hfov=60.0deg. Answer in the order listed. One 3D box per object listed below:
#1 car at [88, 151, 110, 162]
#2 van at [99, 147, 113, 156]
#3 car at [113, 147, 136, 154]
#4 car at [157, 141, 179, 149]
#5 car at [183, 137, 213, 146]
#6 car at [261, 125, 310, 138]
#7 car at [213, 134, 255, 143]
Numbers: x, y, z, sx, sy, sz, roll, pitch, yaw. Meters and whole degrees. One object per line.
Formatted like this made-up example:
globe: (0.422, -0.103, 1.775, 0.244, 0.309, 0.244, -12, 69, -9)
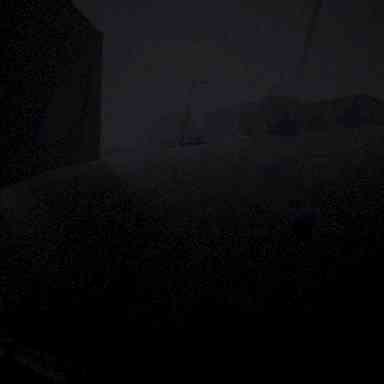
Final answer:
car: (-16.402, -6.223, 58.523, 2.002, 1.452, 4.674, 1, 1, -39)
van: (-12.819, -6.289, 54.156, 1.878, 1.987, 4.442, 1, 2, -39)
car: (-9.406, -5.867, 49.990, 2.231, 1.521, 4.892, 1, 2, -39)
car: (-2.421, -5.579, 41.475, 2.185, 1.767, 4.553, 1, 2, -39)
car: (1.076, -5.366, 37.209, 2.185, 1.767, 4.553, 1, 2, -39)
car: (8.153, -4.927, 28.578, 2.185, 1.767, 4.553, 1, 2, -39)
car: (4.667, -4.977, 32.827, 2.002, 1.452, 4.674, 1, 2, -39)
